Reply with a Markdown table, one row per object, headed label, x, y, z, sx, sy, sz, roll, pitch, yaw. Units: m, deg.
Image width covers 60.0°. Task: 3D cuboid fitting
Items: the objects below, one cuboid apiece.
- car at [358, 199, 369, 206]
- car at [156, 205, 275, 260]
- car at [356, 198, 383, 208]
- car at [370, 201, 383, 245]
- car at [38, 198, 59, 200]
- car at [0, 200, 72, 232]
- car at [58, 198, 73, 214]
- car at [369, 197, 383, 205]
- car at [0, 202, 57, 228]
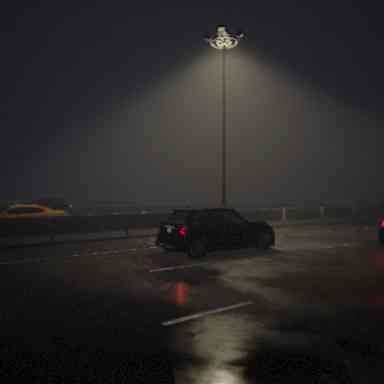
| label | x | y | z | sx | sy | sz | roll | pitch | yaw |
| --- | --- | --- | --- | --- | --- | --- | --- | --- | --- |
| car | 24.435 | 1.494 | 43.630 | 4.892 | 1.490 | 1.837 | 0 | 0 | -19 |
| car | 1.007 | 1.340 | 12.615 | 4.553 | 1.767 | 2.097 | 0 | 0 | -32 |
| car | 26.038 | 1.551 | 47.901 | 4.181 | 1.385 | 1.994 | 0 | 0 | -19 |
| car | 9.895 | 1.351 | 13.811 | 4.553 | 1.767 | 2.097 | 0 | 0 | -30 |
| car | -12.906 | 1.435 | 24.672 | 5.008 | 1.535 | 1.882 | 0 | 0 | -34 |
| car | -9.620 | 1.445 | 18.460 | 5.008 | 1.535 | 1.882 | 0 | 0 | -34 |
| car | -12.849 | 1.305 | 28.892 | 4.553 | 1.767 | 2.097 | 0 | 0 | -33 |
| car | 24.163 | 1.497 | 39.806 | 4.892 | 1.490 | 1.837 | 0 | 0 | -20 |
| car | -11.476 | 1.467 | 21.423 | 4.892 | 1.490 | 1.837 | 0 | 0 | -34 |
